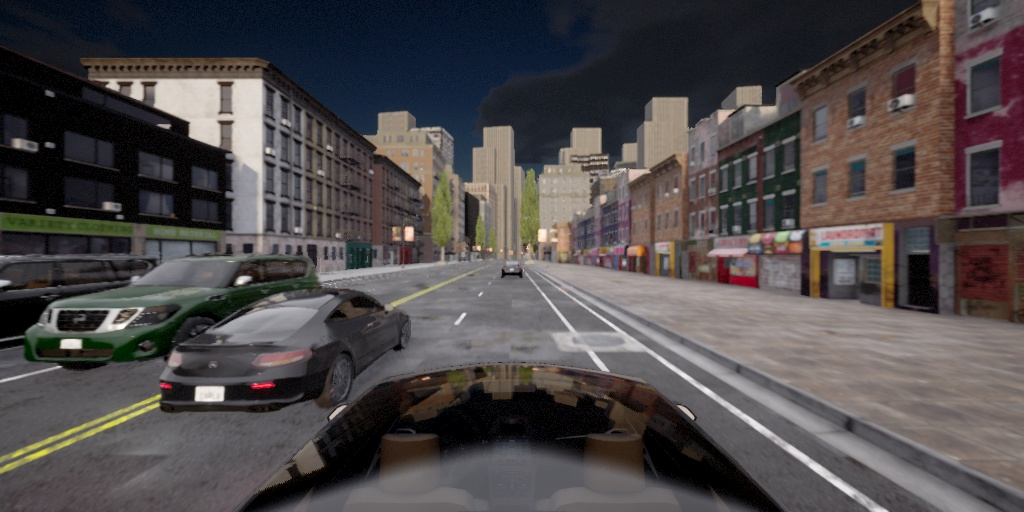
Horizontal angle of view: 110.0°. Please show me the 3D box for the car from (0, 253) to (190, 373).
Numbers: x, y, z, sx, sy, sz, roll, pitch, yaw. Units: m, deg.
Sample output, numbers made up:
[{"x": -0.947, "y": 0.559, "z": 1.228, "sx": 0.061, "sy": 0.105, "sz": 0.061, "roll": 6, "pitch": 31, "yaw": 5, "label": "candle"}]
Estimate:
[{"x": -9.785, "y": 0.969, "z": 6.906, "sx": 2.150, "sy": 2.045, "sz": 5.566, "roll": 0, "pitch": 0, "yaw": 0, "label": "car"}]

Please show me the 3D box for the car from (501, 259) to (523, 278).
[{"x": 0.014, "y": 1.239, "z": 33.681, "sx": 2.163, "sy": 1.488, "sz": 4.792, "roll": 0, "pitch": 0, "yaw": 0, "label": "car"}]

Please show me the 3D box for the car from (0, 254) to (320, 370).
[{"x": -6.525, "y": 0.970, "z": 8.091, "sx": 2.150, "sy": 2.045, "sz": 5.566, "roll": 0, "pitch": 0, "yaw": 0, "label": "car"}]

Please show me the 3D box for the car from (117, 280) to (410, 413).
[{"x": -3.152, "y": 1.273, "z": 6.045, "sx": 1.812, "sy": 1.442, "sz": 4.674, "roll": 0, "pitch": 0, "yaw": 0, "label": "car"}]
